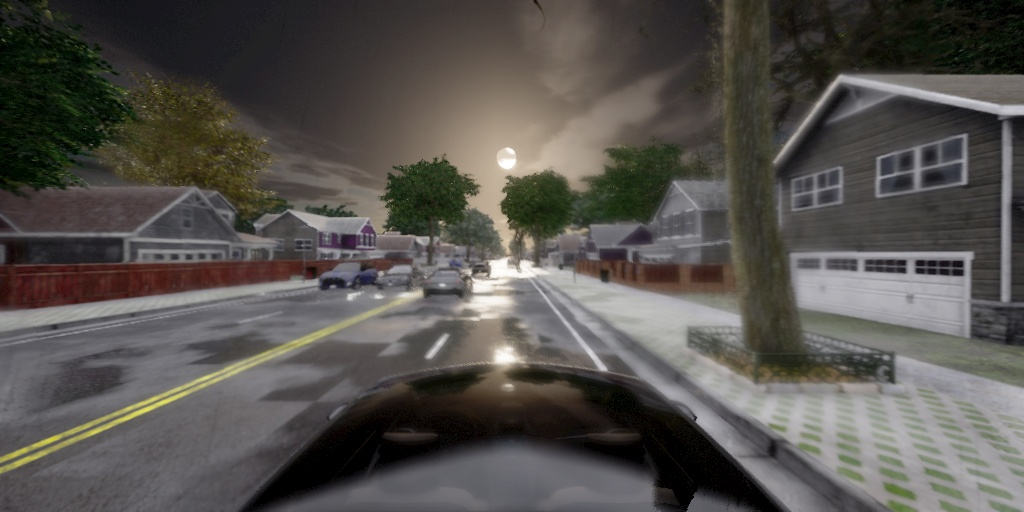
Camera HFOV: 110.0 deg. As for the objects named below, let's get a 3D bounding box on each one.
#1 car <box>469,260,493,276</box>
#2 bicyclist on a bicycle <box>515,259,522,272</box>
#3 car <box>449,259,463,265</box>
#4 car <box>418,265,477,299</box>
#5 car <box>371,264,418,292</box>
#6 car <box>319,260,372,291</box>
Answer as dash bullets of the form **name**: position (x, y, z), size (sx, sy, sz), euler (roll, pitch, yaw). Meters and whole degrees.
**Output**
- **car**: position (-3.147, 1.306, 38.132), size (1.837, 1.490, 4.892), euler (0, 0, 0)
- **bicyclist on a bicycle**: position (0.895, 1.274, 46.015), size (0.582, 1.620, 1.656), euler (0, 0, 0)
- **car**: position (-9.770, 1.345, 63.174), size (1.882, 1.535, 5.008), euler (0, 0, 1)
- **car**: position (-3.149, 1.321, 18.324), size (1.994, 1.385, 4.181), euler (0, 0, 0)
- **car**: position (-6.598, 1.289, 21.826), size (1.812, 1.442, 4.674), euler (0, 0, 0)
- **car**: position (-9.847, 1.116, 22.042), size (2.097, 1.767, 4.553), euler (0, 0, 0)
